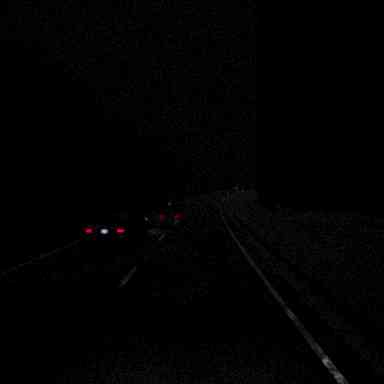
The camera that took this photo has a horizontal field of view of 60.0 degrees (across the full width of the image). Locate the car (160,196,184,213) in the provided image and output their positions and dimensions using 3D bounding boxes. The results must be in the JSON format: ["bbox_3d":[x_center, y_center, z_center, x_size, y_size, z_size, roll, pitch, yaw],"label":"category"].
[{"bbox_3d":[-2.056,1.221,35.083,2.097,1.767,4.553,0,0,4],"label":"car"}]

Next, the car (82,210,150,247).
[{"bbox_3d":[-3.133,1.494,14.713,2.033,1.411,5.357,0,0,2],"label":"car"}]
